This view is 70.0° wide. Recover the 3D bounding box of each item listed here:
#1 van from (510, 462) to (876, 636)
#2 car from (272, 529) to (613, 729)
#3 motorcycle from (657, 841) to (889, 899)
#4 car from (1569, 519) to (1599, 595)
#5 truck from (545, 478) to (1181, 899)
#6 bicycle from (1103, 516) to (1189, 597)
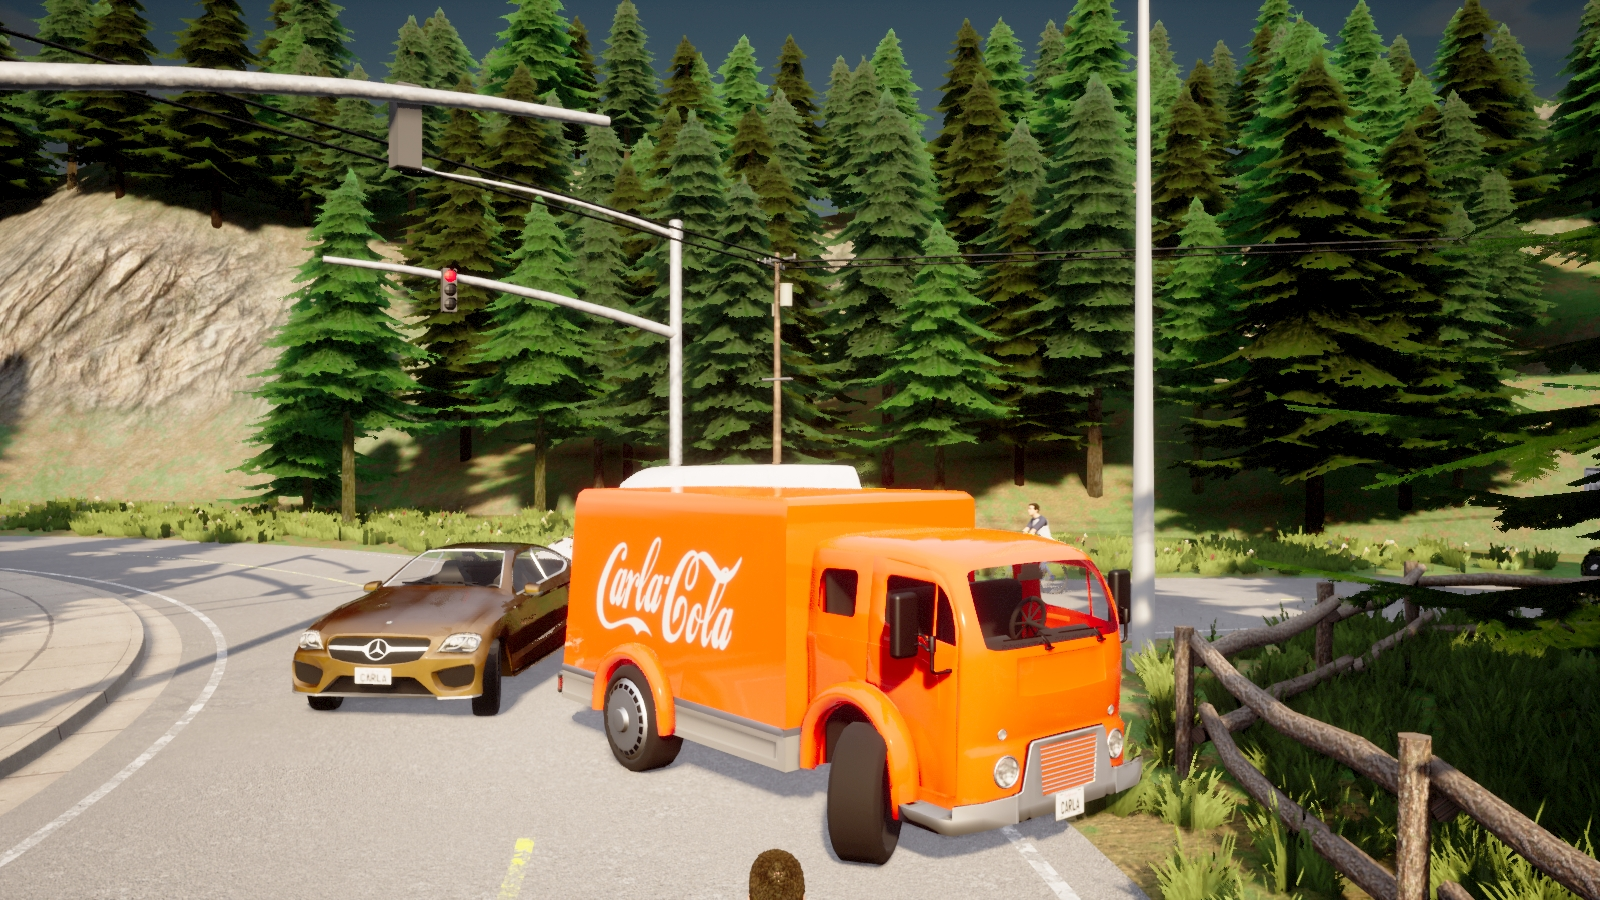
[{"bbox_3d":[-1.759,1.527,19.558,5.915,2.561,1.988,0,0,-27],"label":"van"},{"bbox_3d":[-4.038,1.970,14.038,2.152,1.651,5.027,0,0,6],"label":"car"},{"bbox_3d":[-0.074,2.159,3.526,0.803,1.199,2.033,0,0,-2],"label":"motorcycle"},{"bbox_3d":[17.715,2.118,22.192,4.181,1.385,1.994,0,0,15],"label":"car"},{"bbox_3d":[0.202,1.542,9.769,2.627,2.467,5.204,0,0,-39],"label":"truck"},{"bbox_3d":[6.736,2.056,22.227,1.643,1.496,0.373,0,0,-14],"label":"bicycle"}]
